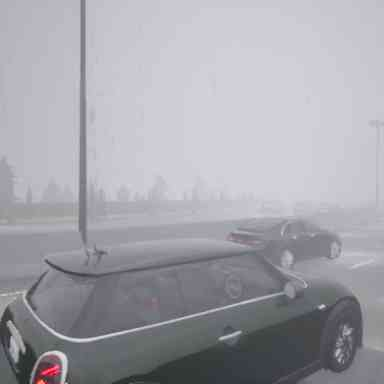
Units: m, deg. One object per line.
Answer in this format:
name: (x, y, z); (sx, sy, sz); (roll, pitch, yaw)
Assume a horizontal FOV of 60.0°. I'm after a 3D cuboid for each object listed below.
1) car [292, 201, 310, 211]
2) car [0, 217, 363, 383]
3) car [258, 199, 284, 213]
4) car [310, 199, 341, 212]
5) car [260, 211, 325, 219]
car: (13.325, 1.854, 39.687); (1.837, 1.490, 4.892); (0, -1, 30)
car: (0.171, 1.376, 4.134); (4.553, 1.767, 2.097); (0, 0, -37)
car: (9.584, 1.691, 40.305); (2.097, 1.767, 4.553); (0, -1, 32)
car: (14.170, 1.794, 34.515); (2.128, 1.511, 4.902); (0, -1, 33)
car: (3.189, 1.581, 11.129); (4.892, 1.490, 1.837); (1, 0, -41)
